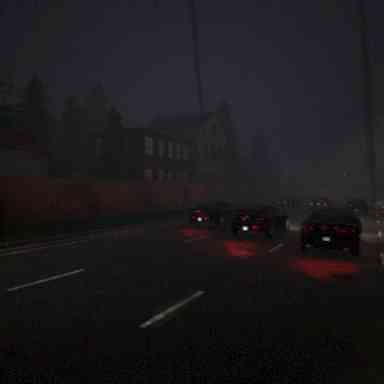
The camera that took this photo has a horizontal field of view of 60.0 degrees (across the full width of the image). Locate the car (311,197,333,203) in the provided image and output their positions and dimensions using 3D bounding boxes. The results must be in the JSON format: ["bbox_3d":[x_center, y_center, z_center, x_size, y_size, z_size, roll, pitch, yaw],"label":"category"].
[{"bbox_3d":[13.741,1.256,35.197,2.033,1.411,5.357,1,1,29],"label":"car"}]

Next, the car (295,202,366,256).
[{"bbox_3d":[5.600,1.373,13.057,1.882,1.535,5.008,1,1,29],"label":"car"}]

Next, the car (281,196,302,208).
[{"bbox_3d":[11.061,1.173,37.586,2.033,1.411,5.357,1,1,29],"label":"car"}]

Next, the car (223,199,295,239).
[{"bbox_3d":[3.479,1.311,16.468,1.837,1.490,4.892,1,1,29],"label":"car"}]

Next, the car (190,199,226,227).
[{"bbox_3d":[1.602,1.222,20.327,1.837,1.490,4.892,1,1,29],"label":"car"}]

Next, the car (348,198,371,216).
[{"bbox_3d":[15.105,1.311,30.403,1.837,1.490,4.892,1,1,29],"label":"car"}]
